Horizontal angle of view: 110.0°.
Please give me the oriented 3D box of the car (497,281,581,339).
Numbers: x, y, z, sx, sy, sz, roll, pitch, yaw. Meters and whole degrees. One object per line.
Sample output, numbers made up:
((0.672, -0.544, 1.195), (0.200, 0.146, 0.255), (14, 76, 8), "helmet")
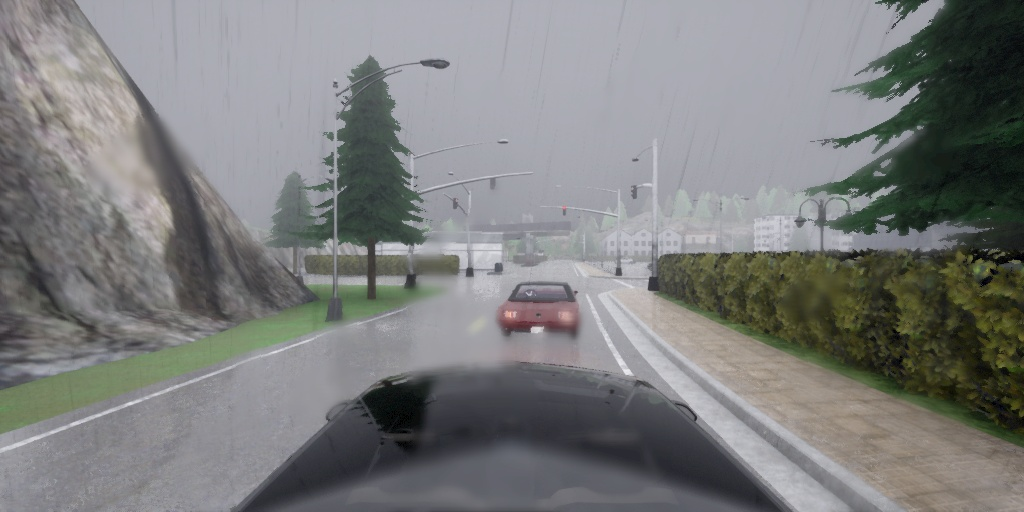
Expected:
((0.914, 1.351, 10.127), (1.895, 1.301, 4.718), (0, 0, 8), "car")
